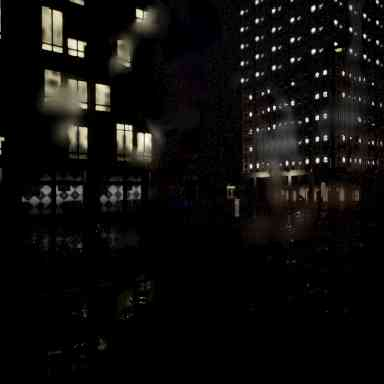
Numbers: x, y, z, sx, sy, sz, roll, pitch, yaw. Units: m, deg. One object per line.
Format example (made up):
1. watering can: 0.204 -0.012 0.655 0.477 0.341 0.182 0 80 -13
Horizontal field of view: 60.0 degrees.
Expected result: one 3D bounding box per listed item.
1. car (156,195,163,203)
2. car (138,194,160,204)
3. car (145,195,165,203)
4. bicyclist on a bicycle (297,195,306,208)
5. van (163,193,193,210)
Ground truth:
1. car: -3.887 1.035 58.682 2.192 1.841 5.009 0 0 -34
2. car: -7.820 1.203 59.853 1.882 1.535 5.008 -1 1 -34
3. car: -6.997 1.237 63.266 1.887 1.381 4.507 0 0 -34
4. bicyclist on a bicycle: 12.902 1.117 39.178 1.656 1.620 0.582 -1 1 -34
5. van: -1.488 1.210 40.226 1.690 1.788 3.998 0 0 -34
